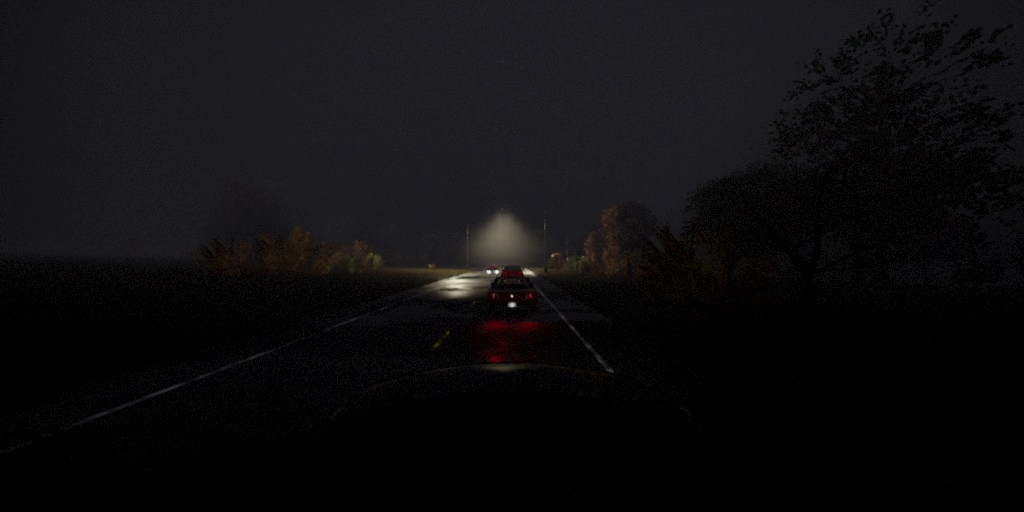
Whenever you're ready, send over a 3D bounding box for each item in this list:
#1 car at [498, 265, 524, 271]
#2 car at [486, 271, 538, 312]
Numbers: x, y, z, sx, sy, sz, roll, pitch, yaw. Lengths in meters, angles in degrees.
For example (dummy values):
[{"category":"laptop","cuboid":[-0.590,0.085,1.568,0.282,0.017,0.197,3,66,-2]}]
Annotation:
[{"category":"car","cuboid":[0.031,1.545,31.099,1.882,1.535,5.008,0,0,0]},{"category":"car","cuboid":[0.017,1.495,15.112,1.895,1.301,4.718,0,-1,0]}]
